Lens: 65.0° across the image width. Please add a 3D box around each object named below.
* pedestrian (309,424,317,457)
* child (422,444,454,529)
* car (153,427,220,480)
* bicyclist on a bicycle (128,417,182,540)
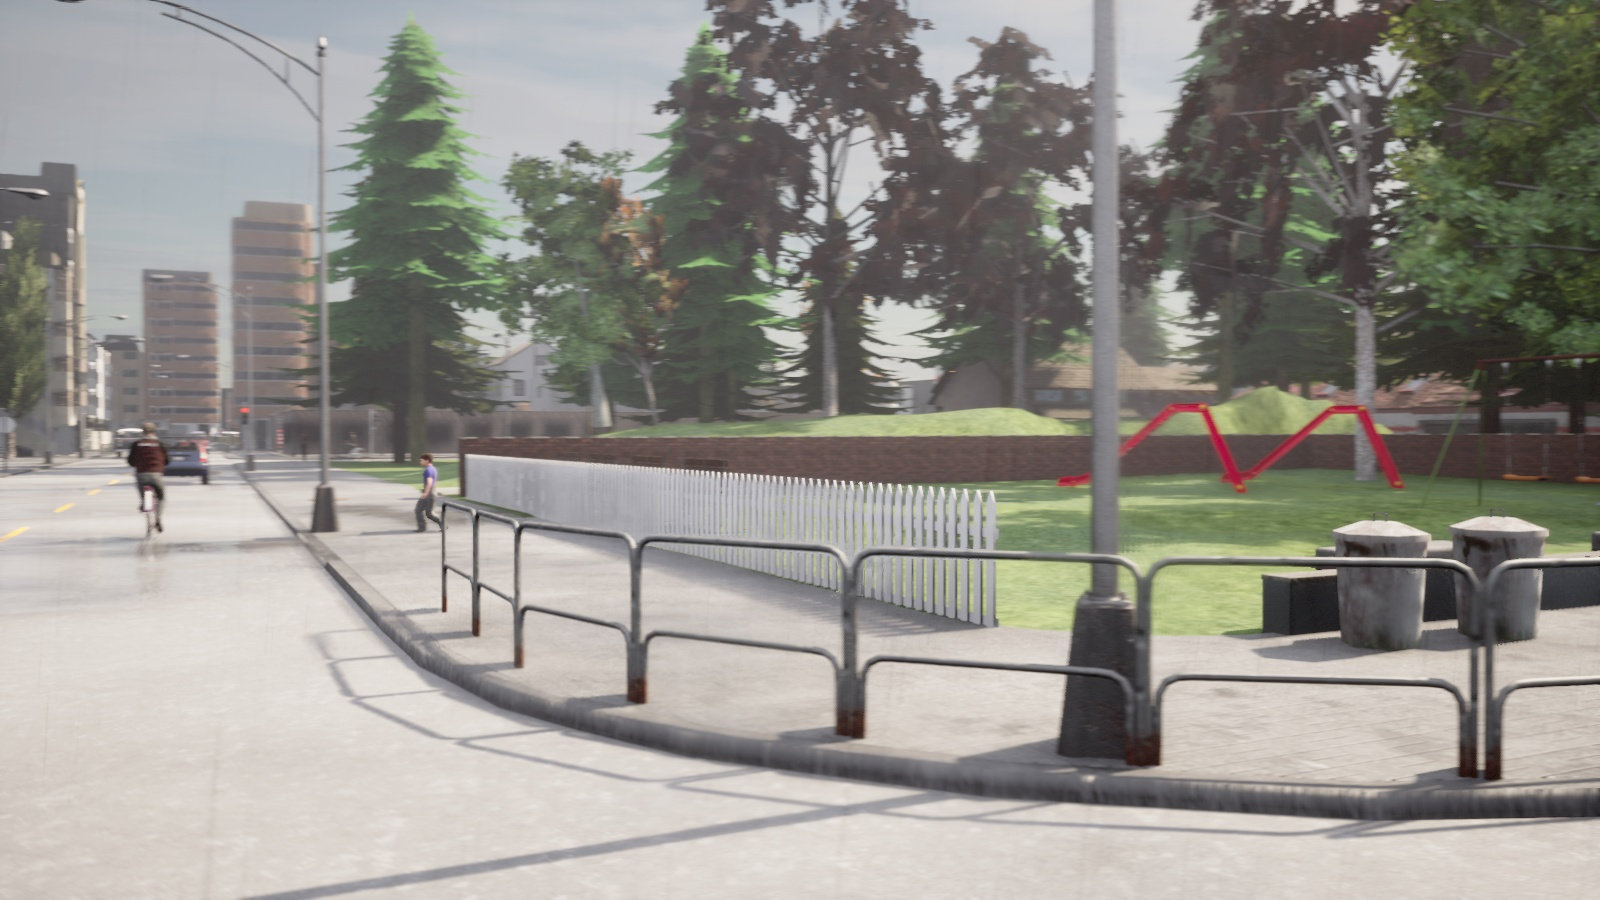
[{"bbox_3d":[-26.972,-0.519,69.557,0.328,1.805,0.869,0,1,-18],"label":"pedestrian"},{"bbox_3d":[-5.437,0.538,18.867,0.437,1.263,0.270,0,1,-7],"label":"child"},{"bbox_3d":[-19.850,0.088,40.749,1.851,1.617,3.988,0,1,-25],"label":"car"},{"bbox_3d":[-9.830,0.395,19.175,0.659,1.776,1.843,0,1,-25],"label":"bicyclist on a bicycle"}]
